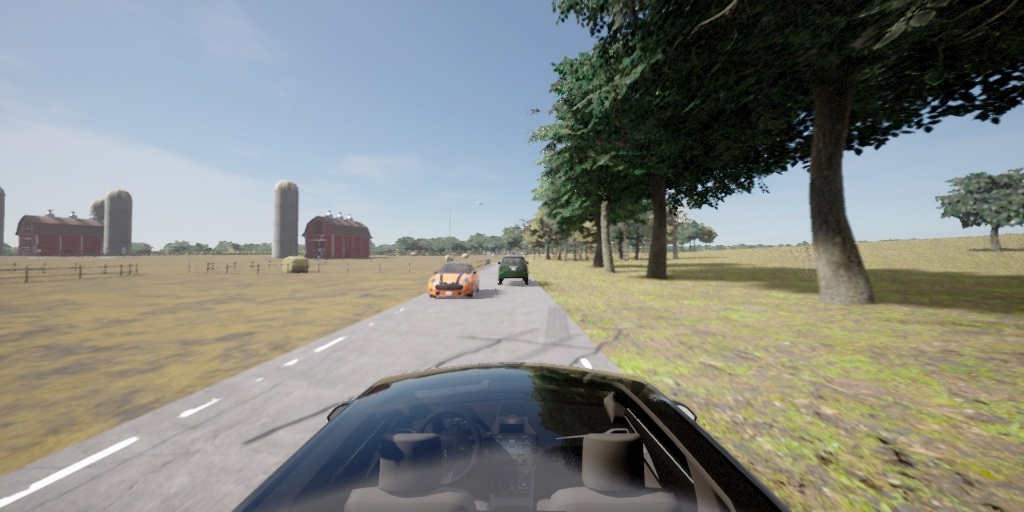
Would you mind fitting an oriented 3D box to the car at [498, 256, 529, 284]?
[{"bbox_3d":[0.105,0.983,27.001,2.150,2.045,5.566,0,0,0],"label":"car"}]

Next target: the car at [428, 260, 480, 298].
[{"bbox_3d":[-2.845,1.109,18.401,2.097,1.767,4.553,0,0,0],"label":"car"}]
